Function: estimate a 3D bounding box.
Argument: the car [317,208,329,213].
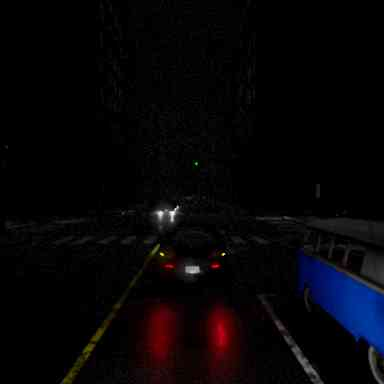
[{"bbox_3d":[14.439,1.793,31.594,4.718,1.301,1.895,0,0,2],"label":"car"}]

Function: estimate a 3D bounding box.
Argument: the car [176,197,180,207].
[{"bbox_3d":[-3.400,1.910,54.427,1.994,1.385,4.181,0,0,0],"label":"car"}]

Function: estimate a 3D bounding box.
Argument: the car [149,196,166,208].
[{"bbox_3d":[-5.993,1.665,55.097,2.192,1.841,5.009,0,0,-1],"label":"car"}]

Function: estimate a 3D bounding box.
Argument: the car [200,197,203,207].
[{"bbox_3d":[2.605,1.757,49.681,1.967,1.590,4.097,0,0,-1],"label":"car"}]

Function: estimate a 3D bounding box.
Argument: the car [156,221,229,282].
[{"bbox_3d":[0.023,1.591,9.808,1.812,1.442,4.674,0,0,0],"label":"car"}]

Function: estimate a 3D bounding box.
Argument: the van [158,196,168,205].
[{"bbox_3d":[-6.209,1.786,71.673,1.690,1.788,3.998,0,0,-1],"label":"van"}]

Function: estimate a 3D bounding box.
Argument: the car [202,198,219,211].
[{"bbox_3d":[2.675,1.810,44.326,1.752,1.417,4.829,0,0,-1],"label":"car"}]

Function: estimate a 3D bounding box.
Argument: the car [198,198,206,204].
[{"bbox_3d":[2.244,2.058,77.308,1.802,1.307,4.206,0,0,-1],"label":"car"}]

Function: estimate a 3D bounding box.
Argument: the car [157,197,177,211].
[{"bbox_3d":[-3.289,1.791,44.567,1.837,1.490,4.892,0,0,-1],"label":"car"}]

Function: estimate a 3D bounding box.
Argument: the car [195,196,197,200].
[{"bbox_3d":[2.316,1.997,71.782,2.008,1.369,4.403,0,0,-1],"label":"car"}]

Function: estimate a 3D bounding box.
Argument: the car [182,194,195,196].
[{"bbox_3d":[-0.697,1.630,83.716,2.150,2.045,5.566,0,0,-1],"label":"car"}]

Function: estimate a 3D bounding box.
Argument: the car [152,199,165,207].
[{"bbox_3d":[-6.065,1.933,60.621,2.008,1.369,4.403,0,0,-1],"label":"car"}]

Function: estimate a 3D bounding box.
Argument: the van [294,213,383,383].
[{"bbox_3d":[2.858,1.374,4.968,1.690,1.788,3.998,0,0,0],"label":"van"}]

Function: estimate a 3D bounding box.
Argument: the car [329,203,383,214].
[{"bbox_3d":[14.622,1.705,28.343,4.674,1.442,1.812,0,0,-3],"label":"car"}]

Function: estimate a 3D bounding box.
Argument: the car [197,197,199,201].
[{"bbox_3d":[2.460,1.949,60.732,1.947,1.339,4.313,0,0,-1],"label":"car"}]

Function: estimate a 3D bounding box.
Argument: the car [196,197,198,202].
[{"bbox_3d":[2.388,1.959,66.258,1.887,1.381,4.507,0,0,-1],"label":"car"}]

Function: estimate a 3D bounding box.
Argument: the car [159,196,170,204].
[{"bbox_3d":[-6.281,1.791,77.198,2.192,1.841,5.009,0,0,-1],"label":"car"}]

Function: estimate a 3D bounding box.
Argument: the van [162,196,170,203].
[{"bbox_3d":[-6.351,1.847,82.722,1.690,1.788,3.998,0,0,-1],"label":"van"}]

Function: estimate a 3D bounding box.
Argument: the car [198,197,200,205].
[{"bbox_3d":[2.533,1.901,55.206,2.008,1.369,4.403,0,0,-1],"label":"car"}]

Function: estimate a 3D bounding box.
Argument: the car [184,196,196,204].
[{"bbox_3d":[-0.567,2.049,73.713,1.895,1.301,4.718,0,0,-1],"label":"car"}]

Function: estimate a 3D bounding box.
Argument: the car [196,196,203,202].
[{"bbox_3d":[2.151,2.050,95.343,1.882,1.535,5.008,0,0,-1],"label":"car"}]
